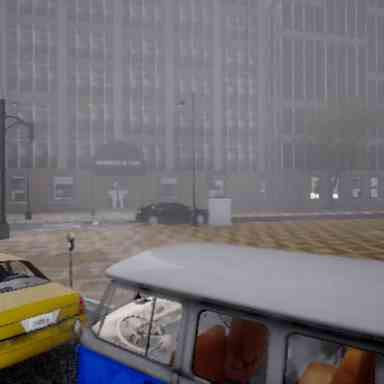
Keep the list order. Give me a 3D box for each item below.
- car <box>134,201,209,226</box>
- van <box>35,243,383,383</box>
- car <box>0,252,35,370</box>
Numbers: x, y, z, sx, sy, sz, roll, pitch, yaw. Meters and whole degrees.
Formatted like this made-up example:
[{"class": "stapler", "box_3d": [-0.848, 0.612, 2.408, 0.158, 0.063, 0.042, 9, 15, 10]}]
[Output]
[{"class": "car", "box_3d": [-1.182, 1.318, 21.072, 4.892, 1.490, 1.837, 0, 0, -14]}, {"class": "van", "box_3d": [0.946, 1.341, 2.054, 3.998, 1.788, 1.690, 0, 0, 36]}, {"class": "car", "box_3d": [-3.701, 1.523, 5.367, 4.829, 1.417, 1.752, 0, 0, 36]}]
